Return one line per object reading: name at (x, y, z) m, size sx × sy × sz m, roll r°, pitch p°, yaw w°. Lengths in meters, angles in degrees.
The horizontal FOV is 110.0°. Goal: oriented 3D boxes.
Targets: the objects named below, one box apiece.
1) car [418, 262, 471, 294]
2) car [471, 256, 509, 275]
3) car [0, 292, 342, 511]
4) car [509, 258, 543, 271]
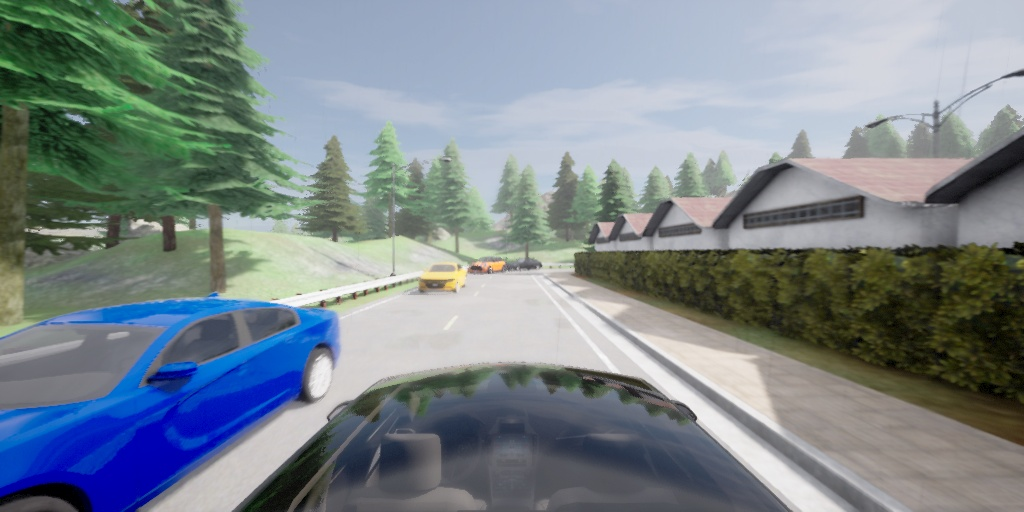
car at (-3.573, 1.073, 19.206) m, size 1.882 × 1.535 × 5.008 m, roll 0°, pitch 0°, yaw 0°
car at (-2.381, 0.813, 34.438) m, size 2.097 × 1.767 × 4.553 m, roll 0°, pitch 1°, yaw 24°
car at (-3.516, 1.204, 3.422) m, size 1.882 × 1.535 × 5.008 m, roll 0°, pitch 1°, yaw 0°
car at (1.409, 0.952, 40.520) m, size 4.674 × 1.442 × 1.812 m, roll 0°, pitch 1°, yaw -37°
